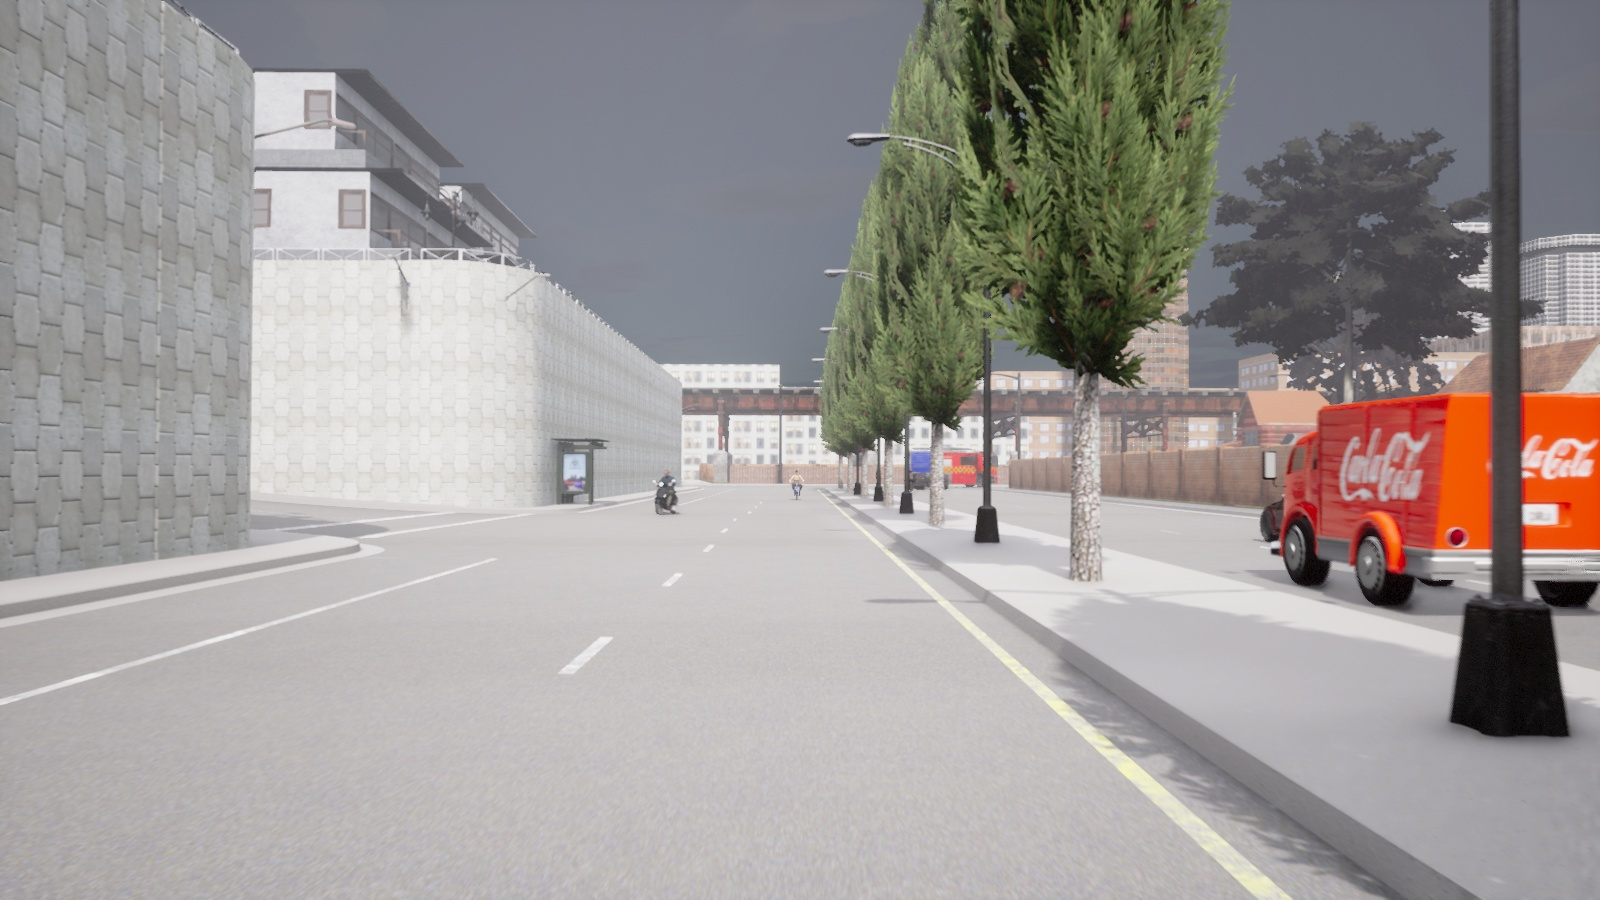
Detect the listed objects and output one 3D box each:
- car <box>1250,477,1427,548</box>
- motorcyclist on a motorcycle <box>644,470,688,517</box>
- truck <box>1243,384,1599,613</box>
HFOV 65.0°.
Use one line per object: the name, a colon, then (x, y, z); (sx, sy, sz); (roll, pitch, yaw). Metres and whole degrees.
car: (11.435, 1.285, 27.026); (1.994, 1.385, 4.181); (0, -1, 0)
motorcyclist on a motorcycle: (-4.687, 1.517, 44.014); (0.866, 1.590, 1.817); (-1, -2, 16)
truck: (7.959, 0.567, 16.178); (2.627, 2.467, 5.204); (0, -1, 0)
